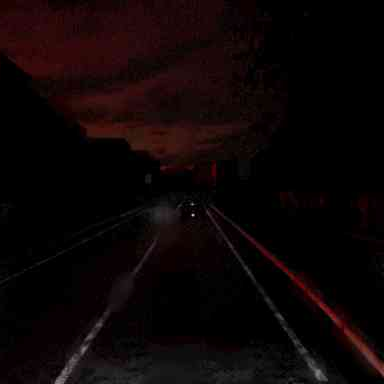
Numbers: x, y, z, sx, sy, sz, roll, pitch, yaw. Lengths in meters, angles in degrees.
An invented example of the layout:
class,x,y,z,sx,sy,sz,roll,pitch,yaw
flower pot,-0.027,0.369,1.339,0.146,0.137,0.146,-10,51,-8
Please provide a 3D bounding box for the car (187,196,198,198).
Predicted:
class,x,y,z,sx,sy,sz,roll,pitch,yaw
car,0.056,1.261,42.869,1.837,1.490,4.892,0,0,0

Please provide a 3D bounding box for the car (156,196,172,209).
class,x,y,z,sx,sy,sz,roll,pitch,yaw
car,-3.501,1.252,42.155,2.128,1.511,4.902,0,0,0

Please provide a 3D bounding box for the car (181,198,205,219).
class,x,y,z,sx,sy,sz,roll,pitch,yaw
car,0.077,1.454,27.700,1.895,1.301,4.718,0,0,0
